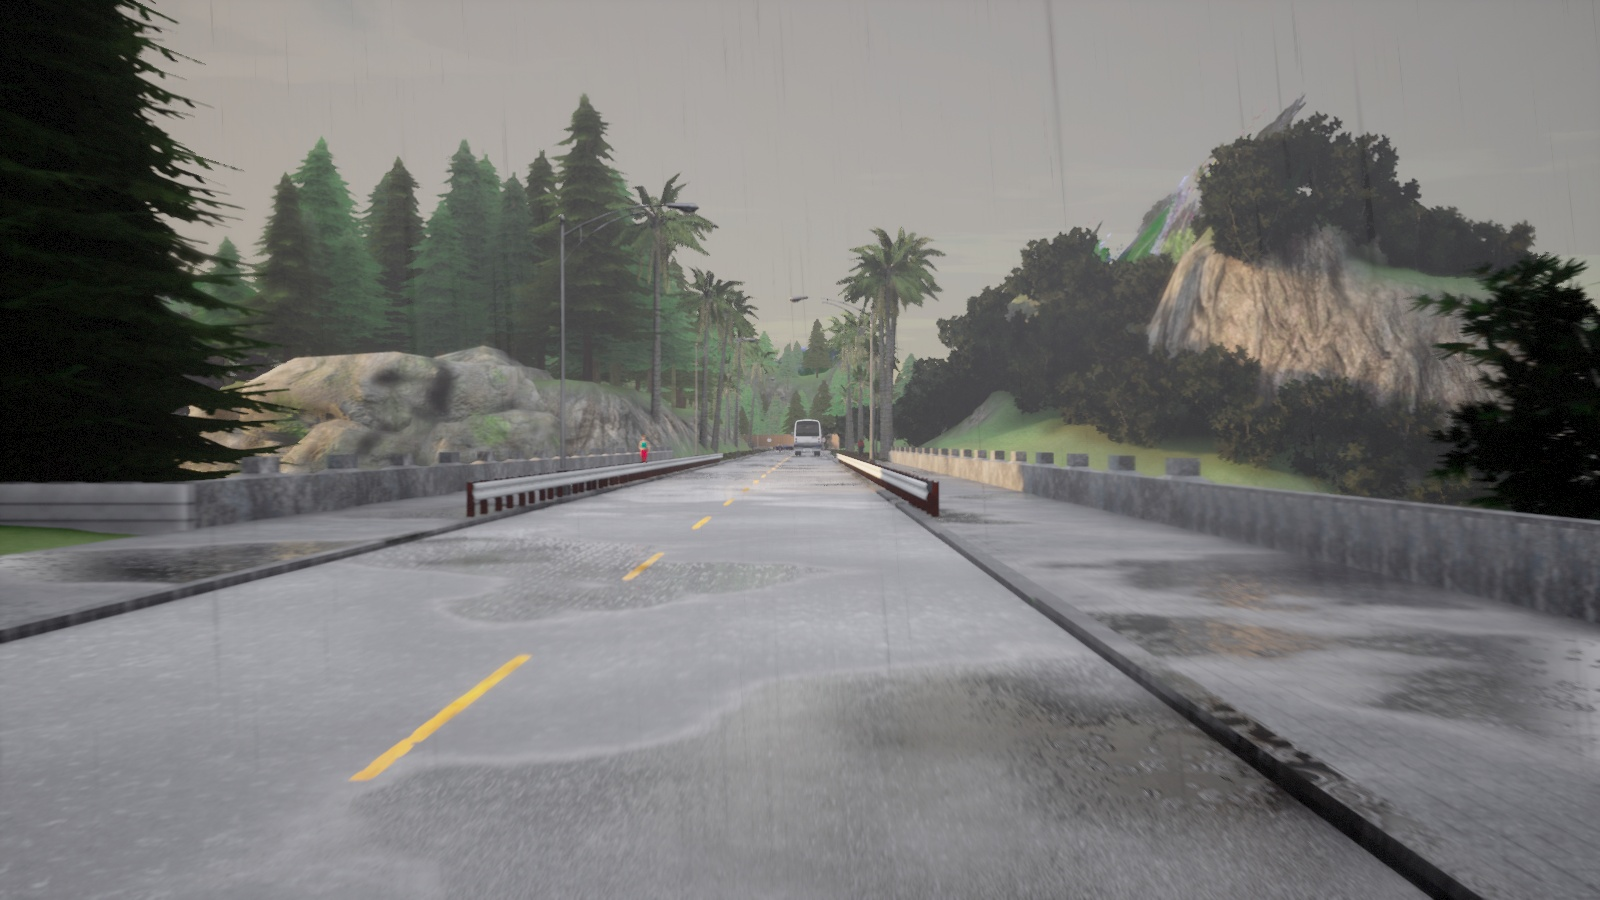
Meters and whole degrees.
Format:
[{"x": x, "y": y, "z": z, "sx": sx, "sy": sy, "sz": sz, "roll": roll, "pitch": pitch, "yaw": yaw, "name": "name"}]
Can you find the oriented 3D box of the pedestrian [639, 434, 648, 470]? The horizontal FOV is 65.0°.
[{"x": -8.075, "y": 0.091, "z": 64.779, "sx": 0.345, "sy": 1.836, "sz": 0.594, "roll": 0, "pitch": 0, "yaw": 0, "name": "pedestrian"}]
